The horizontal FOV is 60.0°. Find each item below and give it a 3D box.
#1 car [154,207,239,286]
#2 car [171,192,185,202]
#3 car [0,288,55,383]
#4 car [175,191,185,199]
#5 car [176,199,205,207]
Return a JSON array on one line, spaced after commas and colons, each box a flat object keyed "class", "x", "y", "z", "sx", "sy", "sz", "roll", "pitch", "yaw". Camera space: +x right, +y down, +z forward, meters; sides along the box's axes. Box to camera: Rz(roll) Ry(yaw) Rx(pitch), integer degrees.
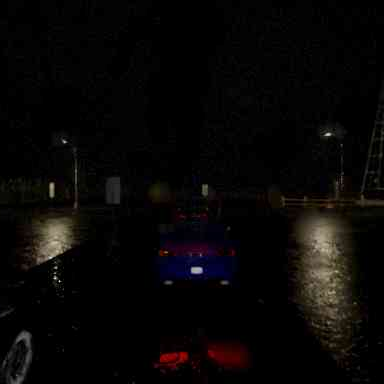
[{"class": "car", "x": 0.101, "y": 1.411, "z": 9.232, "sx": 1.882, "sy": 1.535, "sz": 5.008, "roll": 0, "pitch": 1, "yaw": 0}, {"class": "car", "x": -2.778, "y": 1.085, "z": 62.258, "sx": 1.994, "sy": 1.385, "sz": 4.181, "roll": 0, "pitch": 1, "yaw": 1}, {"class": "car", "x": -2.848, "y": 1.583, "z": 2.431, "sx": 1.895, "sy": 1.301, "sz": 4.718, "roll": 0, "pitch": 0, "yaw": 0}, {"class": "car", "x": -2.744, "y": 0.751, "z": 77.122, "sx": 2.097, "sy": 1.767, "sz": 4.553, "roll": 0, "pitch": 0, "yaw": 0}, {"class": "car", "x": 0.128, "y": 1.396, "z": 20.896, "sx": 2.033, "sy": 1.411, "sz": 5.357, "roll": 0, "pitch": 0, "yaw": 1}]
